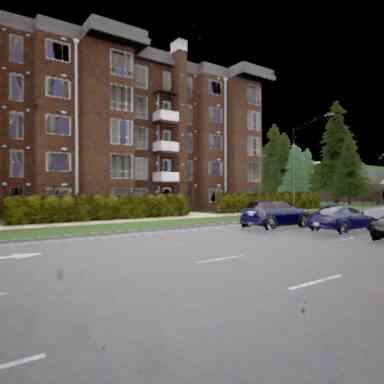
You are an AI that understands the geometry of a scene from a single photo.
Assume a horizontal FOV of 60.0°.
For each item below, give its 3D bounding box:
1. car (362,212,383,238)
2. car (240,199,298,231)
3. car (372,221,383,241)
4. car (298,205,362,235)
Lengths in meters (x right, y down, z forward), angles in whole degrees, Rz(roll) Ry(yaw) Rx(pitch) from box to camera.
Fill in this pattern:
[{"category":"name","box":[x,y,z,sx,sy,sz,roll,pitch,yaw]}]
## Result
[{"category":"car","box":[9.934,1.491,15.137,4.181,1.385,1.994,0,0,-35]},{"category":"car","box":[5.106,1.283,20.301,4.553,1.767,2.097,0,0,-36]},{"category":"car","box":[7.292,1.499,8.966,5.357,1.411,2.033,0,0,-35]},{"category":"car","box":[8.166,1.451,18.174,4.674,1.442,1.812,0,0,-35]}]
